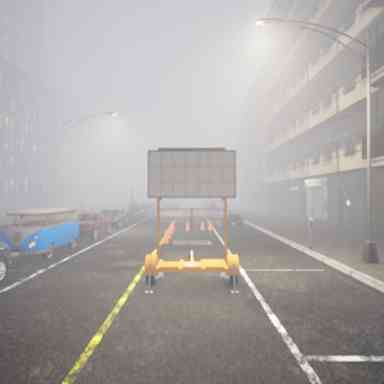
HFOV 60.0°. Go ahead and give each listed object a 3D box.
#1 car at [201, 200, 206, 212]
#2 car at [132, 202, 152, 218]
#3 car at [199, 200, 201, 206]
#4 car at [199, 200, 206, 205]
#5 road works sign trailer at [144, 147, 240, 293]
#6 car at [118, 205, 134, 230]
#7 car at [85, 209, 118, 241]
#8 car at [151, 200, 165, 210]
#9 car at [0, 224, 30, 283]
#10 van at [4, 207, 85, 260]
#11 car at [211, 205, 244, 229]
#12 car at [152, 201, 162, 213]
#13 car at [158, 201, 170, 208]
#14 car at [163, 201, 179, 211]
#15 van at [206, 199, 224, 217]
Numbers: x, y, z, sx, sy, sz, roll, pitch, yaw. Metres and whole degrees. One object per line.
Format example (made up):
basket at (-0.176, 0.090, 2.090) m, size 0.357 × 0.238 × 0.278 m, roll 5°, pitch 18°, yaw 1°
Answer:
car at (2.673, 2.138, 45.908) m, size 1.887 × 1.381 × 4.507 m, roll 0°, pitch -1°, yaw 0°
car at (-5.705, 1.889, 34.863) m, size 1.967 × 1.590 × 4.097 m, roll 0°, pitch -1°, yaw 0°
car at (2.660, 2.614, 79.043) m, size 1.947 × 1.339 × 4.313 m, roll 0°, pitch -1°, yaw 0°
car at (2.658, 2.655, 84.734) m, size 1.752 × 1.417 × 4.829 m, roll 0°, pitch -1°, yaw 0°
road works sign trailer at (-0.002, 0.580, 9.163) m, size 2.380 × 3.560 × 2.880 m, roll 0°, pitch -1°, yaw 0°
car at (-5.700, 1.871, 23.816) m, size 1.947 × 1.339 × 4.313 m, roll 0°, pitch -1°, yaw 0°
car at (-5.698, 1.779, 18.294) m, size 1.887 × 1.381 × 4.507 m, roll 0°, pitch -1°, yaw 0°
car at (-5.713, 2.187, 56.952) m, size 1.967 × 1.590 × 4.097 m, roll 0°, pitch -1°, yaw 0°
car at (-5.694, 1.646, 7.249) m, size 2.008 × 1.369 × 4.403 m, roll 0°, pitch -1°, yaw 0°
van at (-5.696, 1.505, 12.774) m, size 1.690 × 1.788 × 3.998 m, roll 0°, pitch -1°, yaw 0°
car at (2.681, 1.852, 23.819) m, size 2.008 × 1.369 × 4.403 m, roll 0°, pitch -1°, yaw 0°
car at (-5.708, 2.148, 45.905) m, size 2.008 × 1.369 × 4.403 m, roll 0°, pitch -1°, yaw 0°
car at (-5.717, 2.463, 67.995) m, size 1.947 × 1.339 × 4.313 m, roll 0°, pitch -1°, yaw 0°
car at (-3.033, 2.274, 51.596) m, size 1.895 × 1.301 × 4.718 m, roll 0°, pitch -1°, yaw 0°
van at (2.676, 1.786, 34.867) m, size 1.690 × 1.788 × 3.998 m, roll 0°, pitch -1°, yaw 0°
